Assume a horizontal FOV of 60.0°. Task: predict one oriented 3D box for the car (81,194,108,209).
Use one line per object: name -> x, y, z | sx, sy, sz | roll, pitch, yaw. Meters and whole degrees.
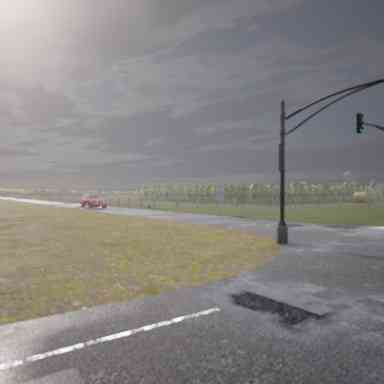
car -> -13.614, 1.292, 46.061 | 2.150, 2.045, 5.566 | 0, 0, -36
